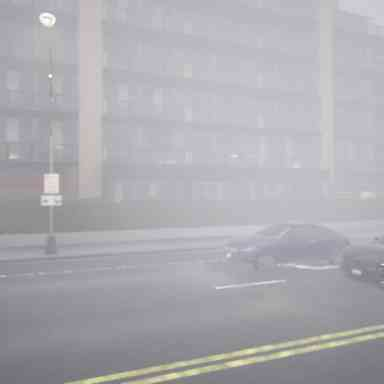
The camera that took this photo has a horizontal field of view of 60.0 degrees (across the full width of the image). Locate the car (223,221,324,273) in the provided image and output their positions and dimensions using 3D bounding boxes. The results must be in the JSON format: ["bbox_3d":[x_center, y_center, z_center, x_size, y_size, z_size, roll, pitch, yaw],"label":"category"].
[{"bbox_3d":[3.347,1.758,11.473,4.674,1.442,1.812,0,-1,-21],"label":"car"}]

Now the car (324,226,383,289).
[{"bbox_3d":[6.240,1.634,8.824,5.008,1.535,1.882,0,-1,-21],"label":"car"}]
